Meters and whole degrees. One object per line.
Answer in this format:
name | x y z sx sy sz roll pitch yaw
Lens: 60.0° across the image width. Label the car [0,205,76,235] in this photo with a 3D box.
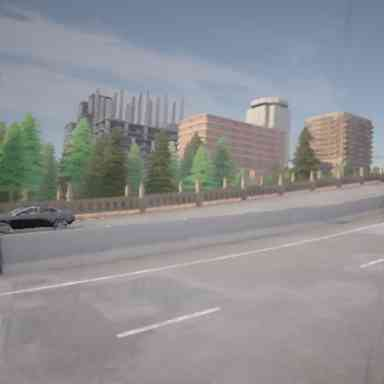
car | -9.176 1.502 18.926 4.902 1.511 2.128 -1 0 -35
